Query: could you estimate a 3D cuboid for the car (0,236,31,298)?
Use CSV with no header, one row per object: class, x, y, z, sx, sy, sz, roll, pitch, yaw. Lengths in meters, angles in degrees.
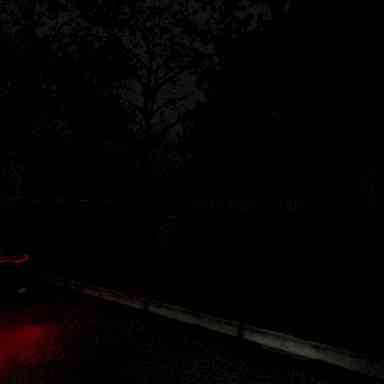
car,-5.585,1.483,7.412,5.008,1.535,1.882,0,0,36
